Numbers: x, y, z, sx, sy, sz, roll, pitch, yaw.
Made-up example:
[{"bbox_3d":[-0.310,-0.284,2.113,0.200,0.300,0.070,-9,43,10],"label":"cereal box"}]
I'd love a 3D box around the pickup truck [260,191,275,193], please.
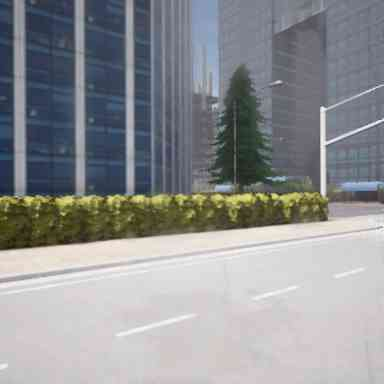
[{"bbox_3d":[15.654,0.800,68.412,2.390,2.098,6.274,0,0,-6],"label":"pickup truck"}]
